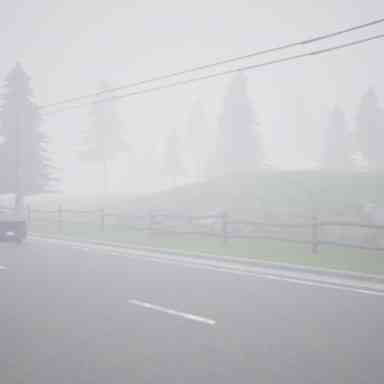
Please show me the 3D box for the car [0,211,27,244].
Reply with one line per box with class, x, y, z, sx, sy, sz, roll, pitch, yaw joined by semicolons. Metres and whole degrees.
car;-9.418;1.556;14.989;5.008;1.535;1.882;0;0;36
